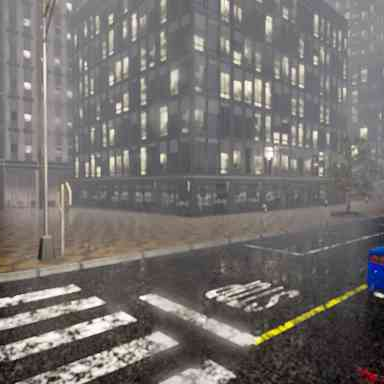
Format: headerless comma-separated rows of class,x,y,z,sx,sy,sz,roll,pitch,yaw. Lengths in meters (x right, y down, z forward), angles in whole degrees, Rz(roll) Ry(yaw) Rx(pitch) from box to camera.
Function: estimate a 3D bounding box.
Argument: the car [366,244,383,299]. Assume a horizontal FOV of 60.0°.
car,5.472,1.361,7.032,5.008,1.535,1.882,-1,2,-42
